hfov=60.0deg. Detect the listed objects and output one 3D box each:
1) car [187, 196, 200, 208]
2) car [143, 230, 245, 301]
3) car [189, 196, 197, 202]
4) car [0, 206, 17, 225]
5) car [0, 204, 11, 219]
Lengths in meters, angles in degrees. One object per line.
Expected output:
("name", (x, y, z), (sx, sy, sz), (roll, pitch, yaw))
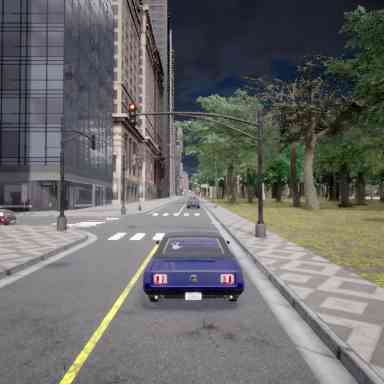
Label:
("car", (0.231, 1.668, 50.515), (2.033, 1.411, 5.357), (0, 0, 0))
("car", (0.023, 1.607, 8.262), (1.895, 1.301, 4.718), (0, 0, 0))
("car", (0.207, 1.801, 81.884), (2.033, 1.411, 5.357), (0, 0, 0))
("car", (-13.491, 1.371, 21.284), (4.097, 1.590, 1.967), (0, -2, -1))
("car", (-18.935, 1.726, 29.808), (4.313, 1.339, 1.947), (0, -1, 0))
